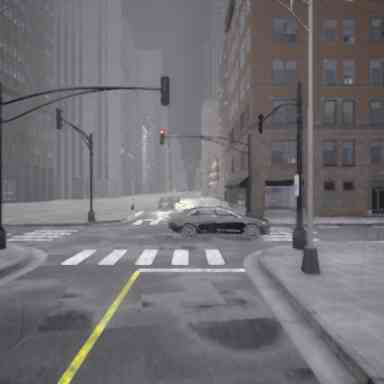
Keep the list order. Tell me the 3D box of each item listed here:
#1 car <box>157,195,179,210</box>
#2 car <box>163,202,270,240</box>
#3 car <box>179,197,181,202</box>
[{"bbox_3d":[-3.093,1.309,40.357,2.128,1.511,4.902,0,0,0],"label":"car"},{"bbox_3d":[1.237,1.421,15.943,4.902,1.511,2.128,0,0,0],"label":"car"},{"bbox_3d":[-3.045,1.228,58.226,2.128,1.511,4.902,0,0,0],"label":"car"}]
